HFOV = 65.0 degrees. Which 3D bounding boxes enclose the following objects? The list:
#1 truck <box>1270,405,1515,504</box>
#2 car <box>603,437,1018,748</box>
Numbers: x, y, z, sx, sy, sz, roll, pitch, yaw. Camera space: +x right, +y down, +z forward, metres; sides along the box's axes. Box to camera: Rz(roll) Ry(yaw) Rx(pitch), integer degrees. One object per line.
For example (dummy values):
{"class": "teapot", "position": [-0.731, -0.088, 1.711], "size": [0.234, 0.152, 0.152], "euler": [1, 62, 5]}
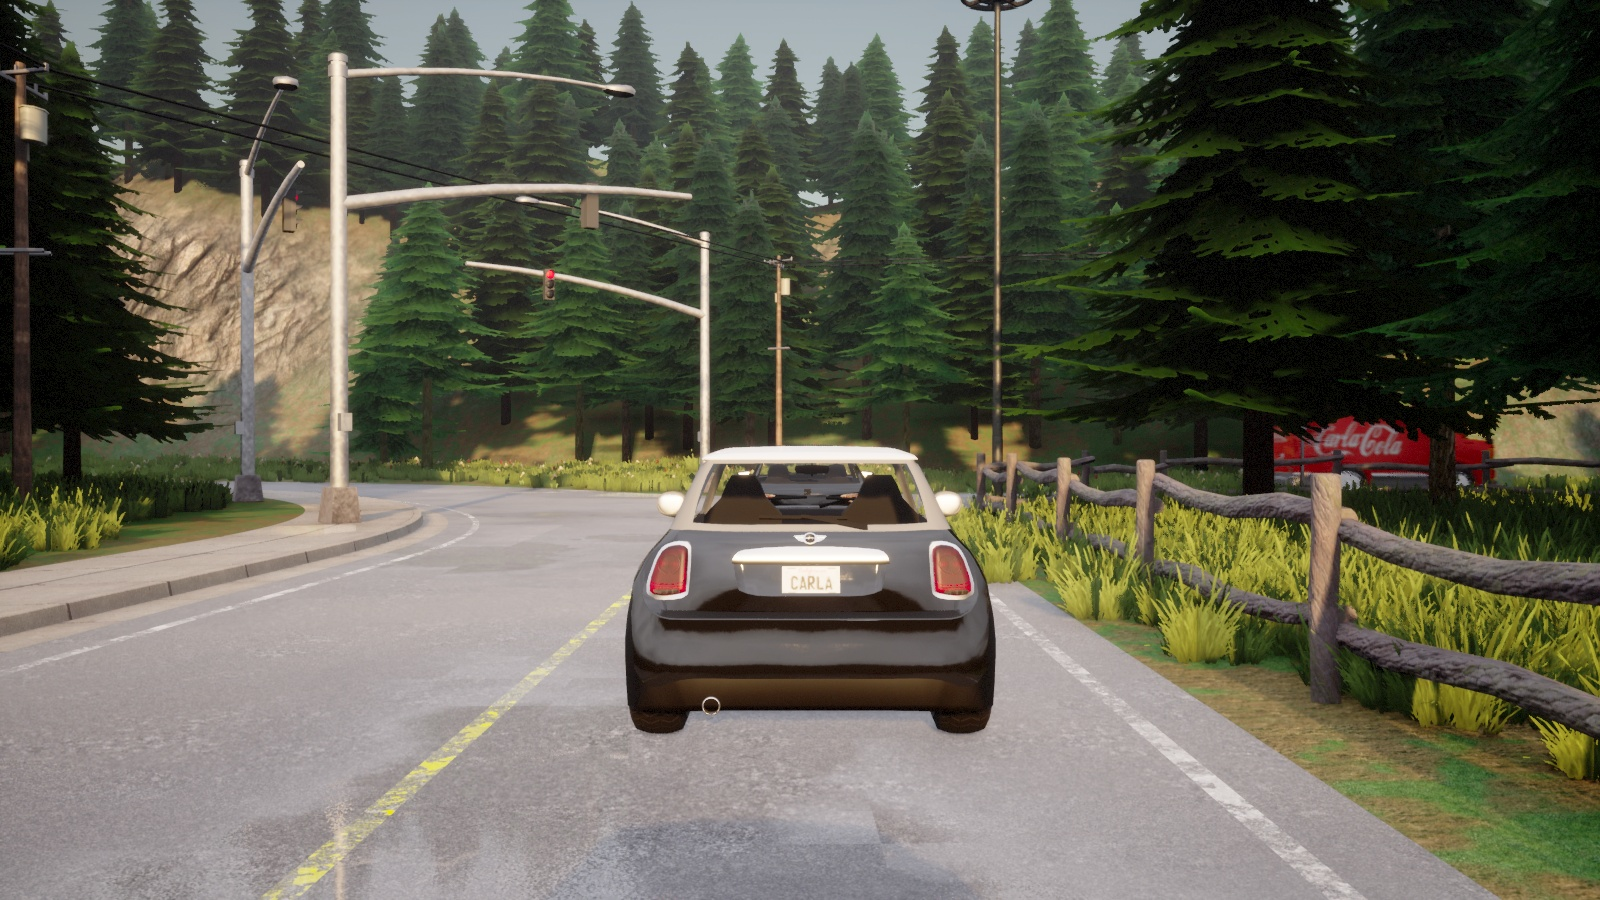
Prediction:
{"class": "truck", "position": [15.288, 0.113, 32.729], "size": [5.204, 2.467, 2.627], "euler": [0, 0, 6]}
{"class": "car", "position": [0.058, 0.668, 7.864], "size": [1.970, 1.475, 3.806], "euler": [0, 0, 0]}
